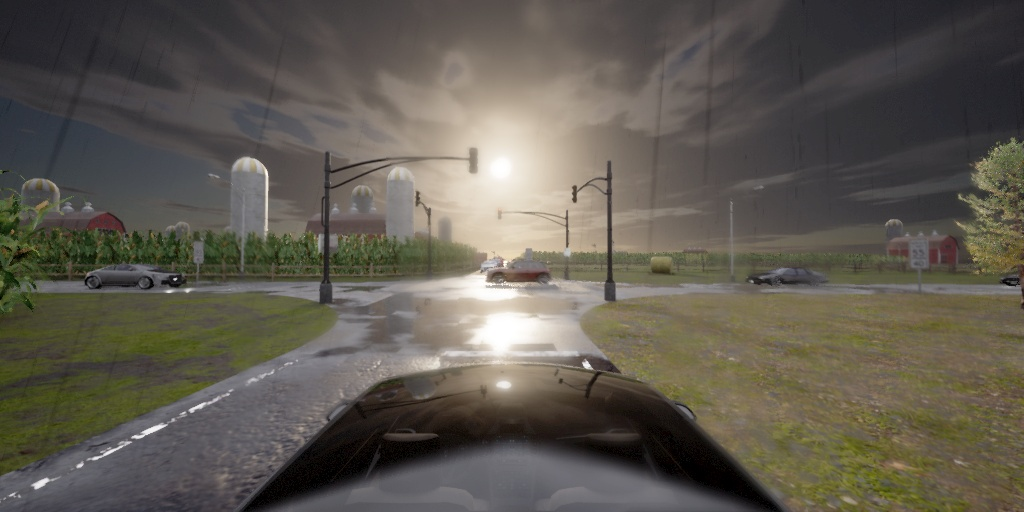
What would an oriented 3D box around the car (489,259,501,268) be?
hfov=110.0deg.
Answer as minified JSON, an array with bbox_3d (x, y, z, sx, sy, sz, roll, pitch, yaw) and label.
[{"bbox_3d":[-2.863,1.285,62.624,1.882,1.535,5.008,0,0,0],"label":"car"}]

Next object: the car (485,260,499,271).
[{"bbox_3d":[-2.849,1.317,52.604,1.812,1.442,4.674,0,0,0],"label":"car"}]

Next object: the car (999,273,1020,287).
[{"bbox_3d":[41.555,1.737,28.027,5.357,1.411,2.033,1,-1,-4],"label":"car"}]

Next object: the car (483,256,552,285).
[{"bbox_3d":[0.458,1.090,25.094,4.553,1.767,2.097,0,0,-4],"label":"car"}]

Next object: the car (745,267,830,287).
[{"bbox_3d":[20.266,1.534,26.451,5.357,1.411,2.033,1,-1,-4],"label":"car"}]

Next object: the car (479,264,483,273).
[{"bbox_3d":[-2.799,1.305,43.446,1.812,1.442,4.674,0,0,-1],"label":"car"}]

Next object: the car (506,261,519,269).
[{"bbox_3d":[0.068,1.398,56.848,1.895,1.301,4.718,0,0,0],"label":"car"}]

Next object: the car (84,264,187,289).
[{"bbox_3d":[-20.965,1.114,20.094,4.181,1.385,1.994,0,-1,-3],"label":"car"}]
